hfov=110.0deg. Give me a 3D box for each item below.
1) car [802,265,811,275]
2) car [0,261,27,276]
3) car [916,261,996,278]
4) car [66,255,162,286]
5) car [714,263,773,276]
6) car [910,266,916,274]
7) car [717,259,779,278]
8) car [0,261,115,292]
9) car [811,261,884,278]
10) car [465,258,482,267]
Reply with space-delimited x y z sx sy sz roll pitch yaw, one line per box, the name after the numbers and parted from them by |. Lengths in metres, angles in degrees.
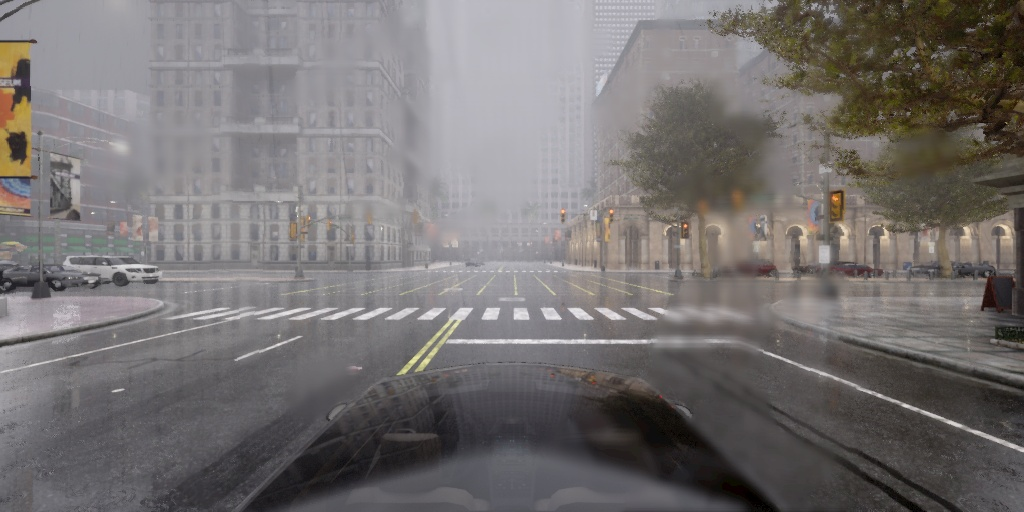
32.483 1.255 35.901 4.892 1.490 1.837 0 0 0 | car
-52.533 1.255 36.915 4.892 1.490 1.837 0 0 20 | car
40.372 1.241 32.352 4.902 1.511 2.128 0 0 1 | car
-27.379 0.971 24.541 5.566 2.045 2.150 0 0 2 | car
23.159 1.351 35.951 4.718 1.301 1.895 0 0 0 | car
42.800 1.241 35.834 4.902 1.511 2.128 0 0 1 | car
21.397 1.102 32.460 4.553 1.767 2.097 0 0 0 | car
-27.059 1.242 21.024 4.902 1.511 2.128 0 0 0 | car
30.385 1.351 32.413 4.718 1.301 1.895 0 0 0 | car
-7.081 1.101 63.813 2.097 1.767 4.553 0 0 1 | car
